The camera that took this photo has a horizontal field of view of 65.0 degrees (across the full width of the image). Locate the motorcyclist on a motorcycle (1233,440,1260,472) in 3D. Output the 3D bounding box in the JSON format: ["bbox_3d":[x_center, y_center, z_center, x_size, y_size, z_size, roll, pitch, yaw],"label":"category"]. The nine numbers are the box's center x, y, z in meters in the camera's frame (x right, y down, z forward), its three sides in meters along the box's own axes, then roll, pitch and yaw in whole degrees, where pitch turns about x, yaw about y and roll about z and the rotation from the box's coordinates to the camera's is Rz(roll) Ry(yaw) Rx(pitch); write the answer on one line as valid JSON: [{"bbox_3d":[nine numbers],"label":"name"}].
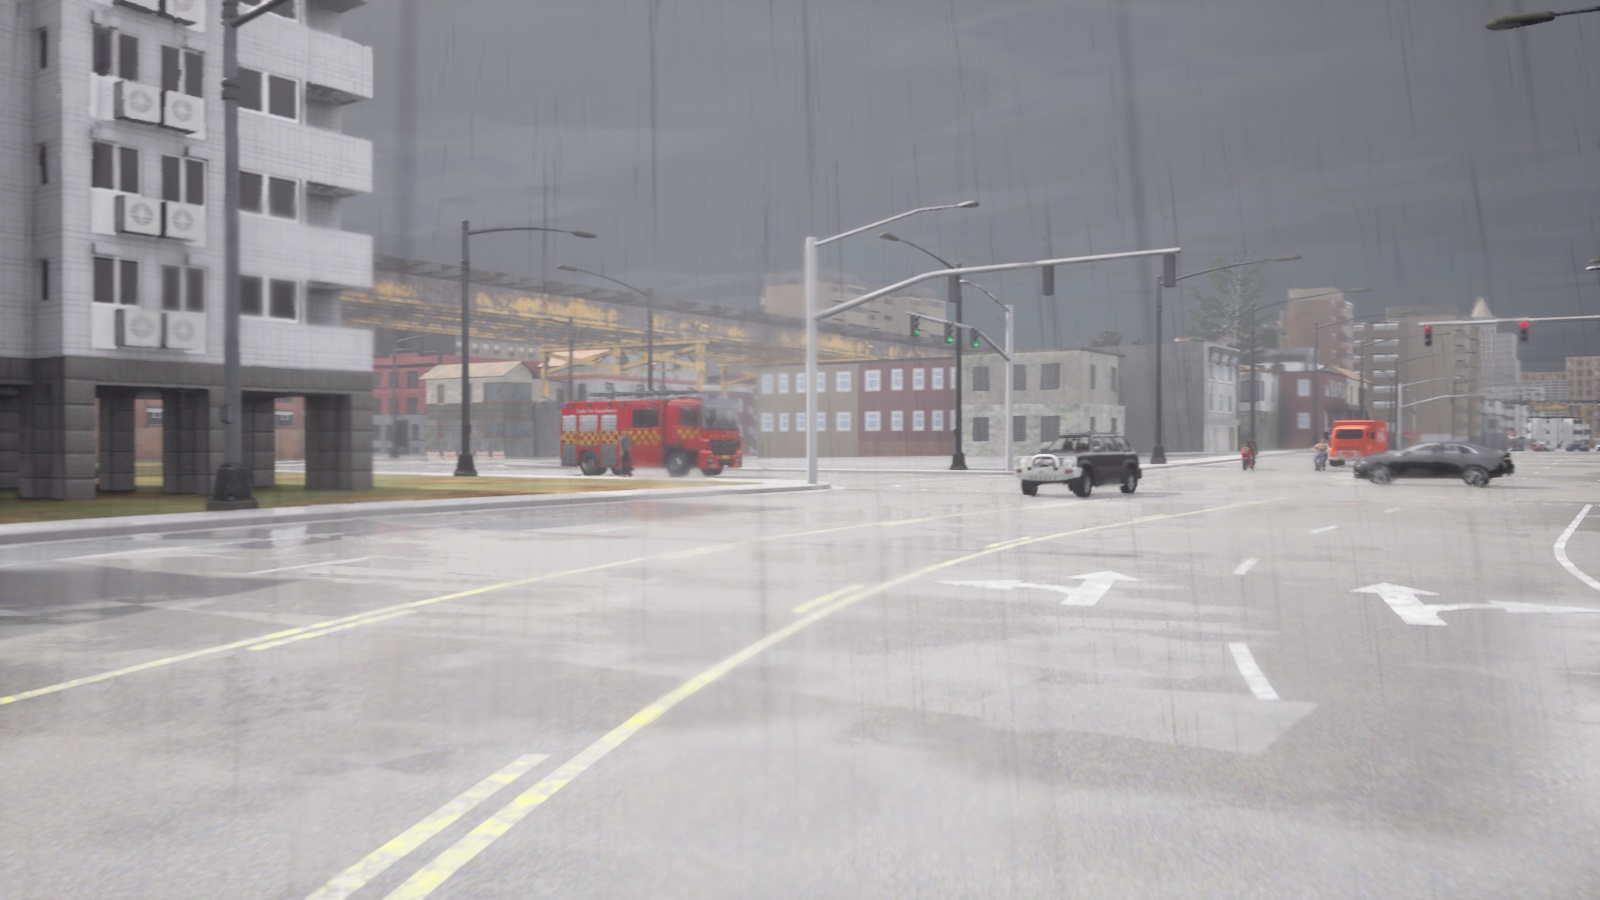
[{"bbox_3d":[22.070,0.296,62.081,0.797,1.523,2.044,0,1,34],"label":"motorcyclist on a motorcycle"}]

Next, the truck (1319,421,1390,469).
[{"bbox_3d":[29.702,-0.310,67.223,2.627,2.467,5.204,0,1,34],"label":"truck"}]

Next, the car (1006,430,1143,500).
[{"bbox_3d":[7.838,0.373,35.553,1.932,1.855,4.605,0,0,39],"label":"car"}]

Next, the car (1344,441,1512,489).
[{"bbox_3d":[21.276,0.470,42.593,4.902,1.511,2.128,0,1,33],"label":"car"}]

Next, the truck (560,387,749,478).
[{"bbox_3d":[-6.579,-0.748,56.187,8.468,3.827,2.891,0,0,32],"label":"truck"}]

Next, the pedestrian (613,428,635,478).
[{"bbox_3d":[-6.638,0.117,47.399,0.540,1.848,0.694,0,0,-43],"label":"pedestrian"}]
